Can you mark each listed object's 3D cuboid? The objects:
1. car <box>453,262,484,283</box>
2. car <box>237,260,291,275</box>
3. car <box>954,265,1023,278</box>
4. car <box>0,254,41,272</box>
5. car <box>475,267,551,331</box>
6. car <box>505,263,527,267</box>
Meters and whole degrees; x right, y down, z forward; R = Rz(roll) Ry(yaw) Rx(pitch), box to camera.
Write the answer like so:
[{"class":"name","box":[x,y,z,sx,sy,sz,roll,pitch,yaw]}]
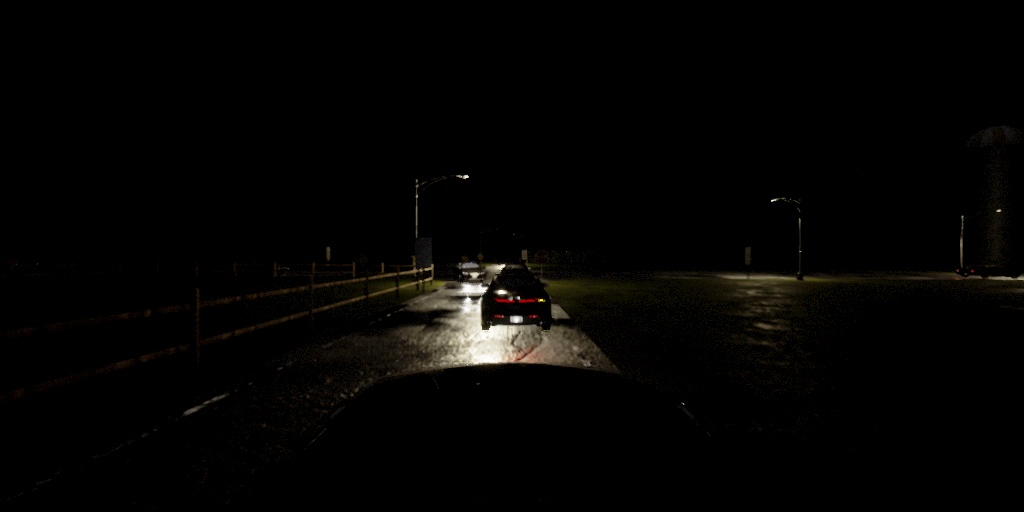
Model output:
[{"class":"car","box":[-3.387,1.224,27.948,2.128,1.511,4.902,1,0,-18]},{"class":"car","box":[-25.645,1.158,37.170,4.902,1.511,2.128,0,1,0]},{"class":"car","box":[49.117,1.591,36.993,4.718,1.301,1.895,0,1,2]},{"class":"car","box":[-52.833,0.829,37.338,5.566,2.045,2.150,0,1,1]},{"class":"car","box":[0.105,1.248,10.947,1.837,1.490,4.892,0,0,0]},{"class":"car","box":[0.294,1.212,25.147,1.882,1.535,5.008,0,0,4]}]
